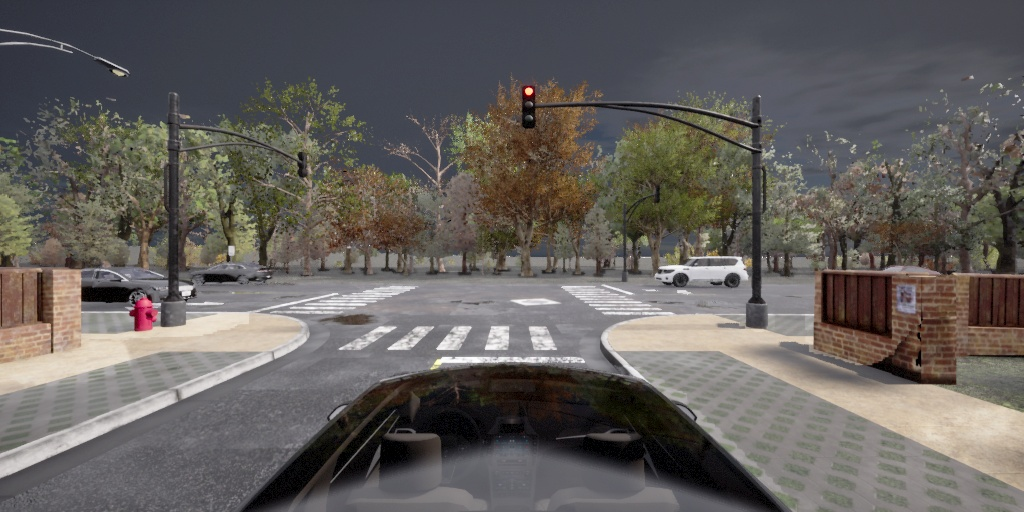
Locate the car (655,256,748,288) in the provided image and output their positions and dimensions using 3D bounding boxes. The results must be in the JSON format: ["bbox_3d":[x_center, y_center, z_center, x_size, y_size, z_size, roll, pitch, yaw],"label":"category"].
[{"bbox_3d":[12.561,1.029,23.900,5.566,2.045,2.150,0,0,2],"label":"car"}]

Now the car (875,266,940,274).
[{"bbox_3d":[25.799,1.377,23.941,4.674,1.442,1.812,0,0,0],"label":"car"}]

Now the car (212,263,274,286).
[{"bbox_3d":[-18.653,1.181,23.893,4.902,1.511,2.128,0,0,0],"label":"car"}]

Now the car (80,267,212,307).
[{"bbox_3d":[-15.118,1.183,13.946,4.902,1.511,2.128,0,0,0],"label":"car"}]
